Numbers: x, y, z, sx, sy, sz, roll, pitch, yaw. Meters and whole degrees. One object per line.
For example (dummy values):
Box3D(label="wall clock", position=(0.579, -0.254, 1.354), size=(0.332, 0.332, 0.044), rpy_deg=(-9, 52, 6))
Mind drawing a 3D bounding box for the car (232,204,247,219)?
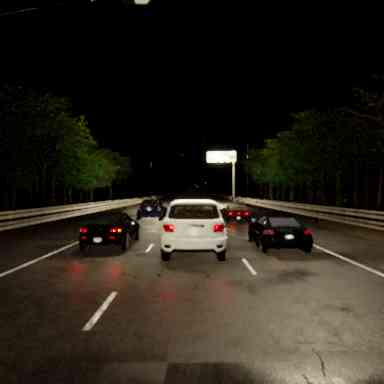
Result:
Box3D(label="car", position=(3.585, 1.687, 27.617), size=(1.895, 1.301, 4.718), rpy_deg=(0, 0, 0))

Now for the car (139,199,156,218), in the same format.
Box3D(label="car", position=(-3.410, 1.437, 28.786), size=(2.097, 1.767, 4.553), rpy_deg=(0, 0, 0))

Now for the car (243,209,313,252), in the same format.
Box3D(label="car", position=(3.581, 1.623, 14.182), size=(1.994, 1.385, 4.181), rpy_deg=(0, 0, 0))

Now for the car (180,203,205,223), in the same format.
Box3D(label="car", position=(0.075, 1.687, 27.668), size=(1.895, 1.301, 4.718), rpy_deg=(0, 0, 1))

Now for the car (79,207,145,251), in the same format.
Box3D(label="car", position=(-3.417, 1.587, 14.350), size=(1.812, 1.442, 4.674), rpy_deg=(0, -1, 0))

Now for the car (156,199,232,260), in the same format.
Box3D(label="car", position=(0.073, 1.278, 12.816), size=(2.150, 2.045, 5.566), rpy_deg=(0, 0, 0))
